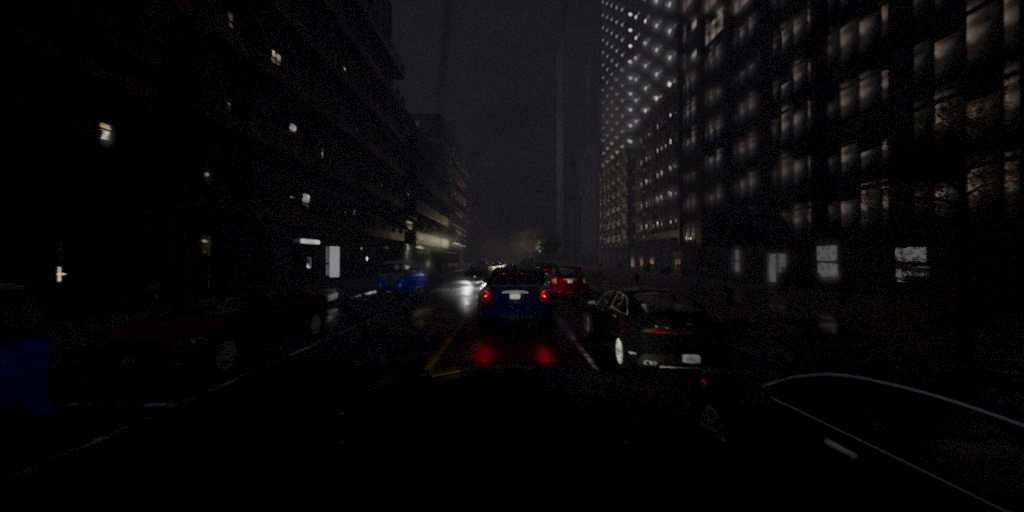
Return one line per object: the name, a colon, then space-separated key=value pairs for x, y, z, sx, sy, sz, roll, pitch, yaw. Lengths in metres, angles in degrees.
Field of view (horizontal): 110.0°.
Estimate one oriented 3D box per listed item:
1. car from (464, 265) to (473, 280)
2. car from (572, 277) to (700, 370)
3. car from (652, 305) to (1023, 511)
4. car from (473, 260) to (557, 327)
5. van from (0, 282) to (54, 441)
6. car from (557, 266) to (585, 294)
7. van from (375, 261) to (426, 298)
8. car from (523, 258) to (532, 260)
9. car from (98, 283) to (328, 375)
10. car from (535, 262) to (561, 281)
car: x=-3.085 y=1.429 z=32.057 sx=1.895 sy=1.301 sz=4.718 roll=0 pitch=0 yaw=0
car: x=2.694 y=1.314 z=7.572 sx=2.007 sy=1.370 sz=4.403 roll=0 pitch=0 yaw=0
car: x=2.691 y=1.301 z=2.048 sx=2.007 sy=1.370 sz=4.403 roll=0 pitch=0 yaw=0
car: x=0.090 y=1.124 z=11.832 sx=2.097 sy=1.767 sz=4.553 roll=0 pitch=0 yaw=0
van: x=-5.690 y=1.092 z=2.054 sx=1.690 sy=1.789 sz=3.998 roll=0 pitch=0 yaw=0
car: x=2.700 y=1.230 z=18.616 sx=1.967 sy=1.591 sz=4.097 roll=0 pitch=0 yaw=0
van: x=-5.682 y=1.132 z=18.621 sx=1.690 sy=1.789 sz=3.998 roll=0 pitch=0 yaw=0
car: x=2.718 y=1.461 z=57.276 sx=2.007 sy=1.370 sz=4.403 roll=0 pitch=0 yaw=0
car: x=-5.687 y=1.309 z=7.576 sx=1.888 sy=1.381 sz=4.507 roll=0 pitch=0 yaw=0
car: x=3.161 y=1.333 z=32.356 sx=1.837 sy=1.490 sz=4.892 roll=0 pitch=0 yaw=0
